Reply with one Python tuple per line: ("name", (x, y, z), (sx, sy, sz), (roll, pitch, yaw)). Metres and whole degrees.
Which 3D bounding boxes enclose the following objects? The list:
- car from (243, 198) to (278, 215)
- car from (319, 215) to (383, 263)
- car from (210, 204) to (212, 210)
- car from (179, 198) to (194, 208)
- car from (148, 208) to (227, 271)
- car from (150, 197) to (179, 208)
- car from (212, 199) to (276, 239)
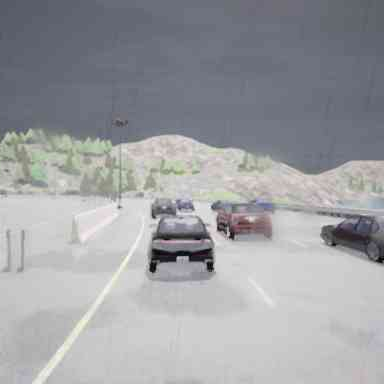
("car", (7.091, 1.441, 35.066), (1.882, 1.535, 5.008), (0, 0, -11))
("car", (6.551, 1.529, 11.940), (2.033, 1.411, 5.357), (0, 0, -4))
("car", (3.400, 1.516, 35.878), (2.033, 1.411, 5.357), (0, 0, -11))
("car", (-0.997, 1.499, 39.638), (1.812, 1.442, 4.674), (0, 0, -12))
("car", (-0.381, 1.484, 10.856), (2.128, 1.511, 4.902), (0, 0, -3))
("car", (-2.691, 1.334, 30.141), (2.097, 1.767, 4.553), (0, 0, -10))
("car", (2.568, 1.335, 17.395), (2.097, 1.767, 4.553), (0, 0, -5))
